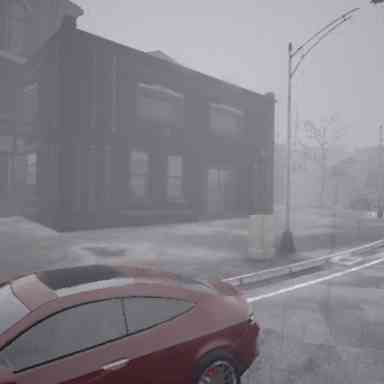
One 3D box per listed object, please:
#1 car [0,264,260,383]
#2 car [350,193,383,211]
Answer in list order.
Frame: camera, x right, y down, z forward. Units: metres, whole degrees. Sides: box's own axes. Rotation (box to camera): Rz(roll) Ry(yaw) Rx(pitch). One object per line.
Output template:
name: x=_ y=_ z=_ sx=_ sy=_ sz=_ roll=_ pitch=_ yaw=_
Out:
car: x=-1.333 y=1.528 z=3.161 sx=4.674 sy=1.442 sz=1.812 roll=0 pitch=0 yaw=-37
car: x=21.380 y=1.169 z=40.448 sx=2.150 sy=2.045 sz=5.566 roll=1 pitch=0 yaw=0
